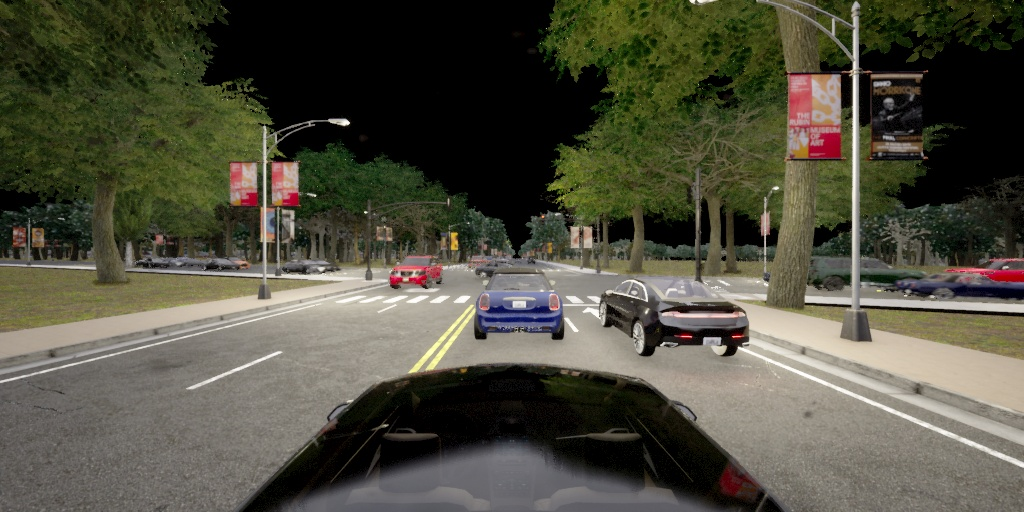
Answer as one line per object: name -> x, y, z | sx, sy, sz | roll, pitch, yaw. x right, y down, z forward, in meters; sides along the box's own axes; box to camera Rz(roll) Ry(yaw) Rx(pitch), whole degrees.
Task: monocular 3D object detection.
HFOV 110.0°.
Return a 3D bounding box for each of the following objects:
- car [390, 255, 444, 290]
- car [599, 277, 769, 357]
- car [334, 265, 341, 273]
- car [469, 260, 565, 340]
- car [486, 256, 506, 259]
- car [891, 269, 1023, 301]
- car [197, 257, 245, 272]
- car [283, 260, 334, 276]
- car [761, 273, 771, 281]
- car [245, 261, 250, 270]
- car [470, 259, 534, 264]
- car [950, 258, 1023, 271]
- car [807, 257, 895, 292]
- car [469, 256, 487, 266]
car -> -5.861, 0.972, 22.890 | 2.150, 2.045, 5.566 | 0, 0, 2
car -> 3.428, 1.241, 8.548 | 2.128, 1.511, 4.902 | 0, 0, 0
car -> -21.635, 1.187, 40.023 | 5.357, 1.411, 2.033 | 0, 0, 24
car -> 0.191, 1.102, 10.136 | 2.097, 1.767, 4.553 | 0, 0, 1
car -> -2.401, 1.108, 55.881 | 2.097, 1.767, 4.553 | 0, 0, 1
car -> 21.867, 1.504, 17.064 | 4.718, 1.301, 1.895 | 0, 0, 24
car -> -34.153, 1.057, 42.050 | 5.008, 1.535, 1.882 | 0, 0, 24
car -> -20.887, 1.143, 36.128 | 4.902, 1.511, 2.128 | 0, 0, 24
car -> 20.393, 1.477, 25.058 | 4.718, 1.301, 1.895 | 0, 0, 24
car -> -36.319, 0.913, 46.585 | 4.553, 1.767, 2.097 | 0, 0, 24
car -> -0.814, 1.262, 30.737 | 4.892, 1.490, 1.837 | 0, 0, 24
car -> 29.307, 1.153, 21.077 | 5.566, 2.045, 2.150 | 0, 0, 25
car -> 20.595, 1.108, 21.190 | 5.566, 2.045, 2.150 | 0, 0, 24
car -> -5.630, 0.978, 57.948 | 2.150, 2.045, 5.566 | 0, 0, 1
